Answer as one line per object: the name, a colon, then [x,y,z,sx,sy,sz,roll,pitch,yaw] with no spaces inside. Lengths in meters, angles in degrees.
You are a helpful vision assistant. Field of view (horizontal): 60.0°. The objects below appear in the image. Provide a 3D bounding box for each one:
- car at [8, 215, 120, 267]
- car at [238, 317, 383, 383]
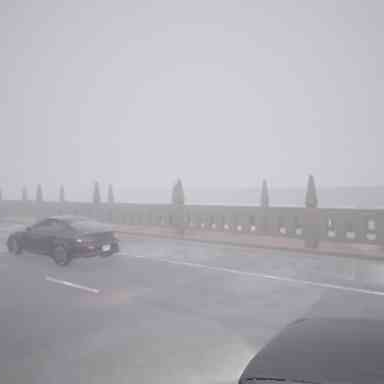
car: [-4.488,1.539,11.487,4.674,1.442,1.812,0,0,35]
car: [2.908,1.546,1.923,5.357,1.411,2.033,0,0,35]
